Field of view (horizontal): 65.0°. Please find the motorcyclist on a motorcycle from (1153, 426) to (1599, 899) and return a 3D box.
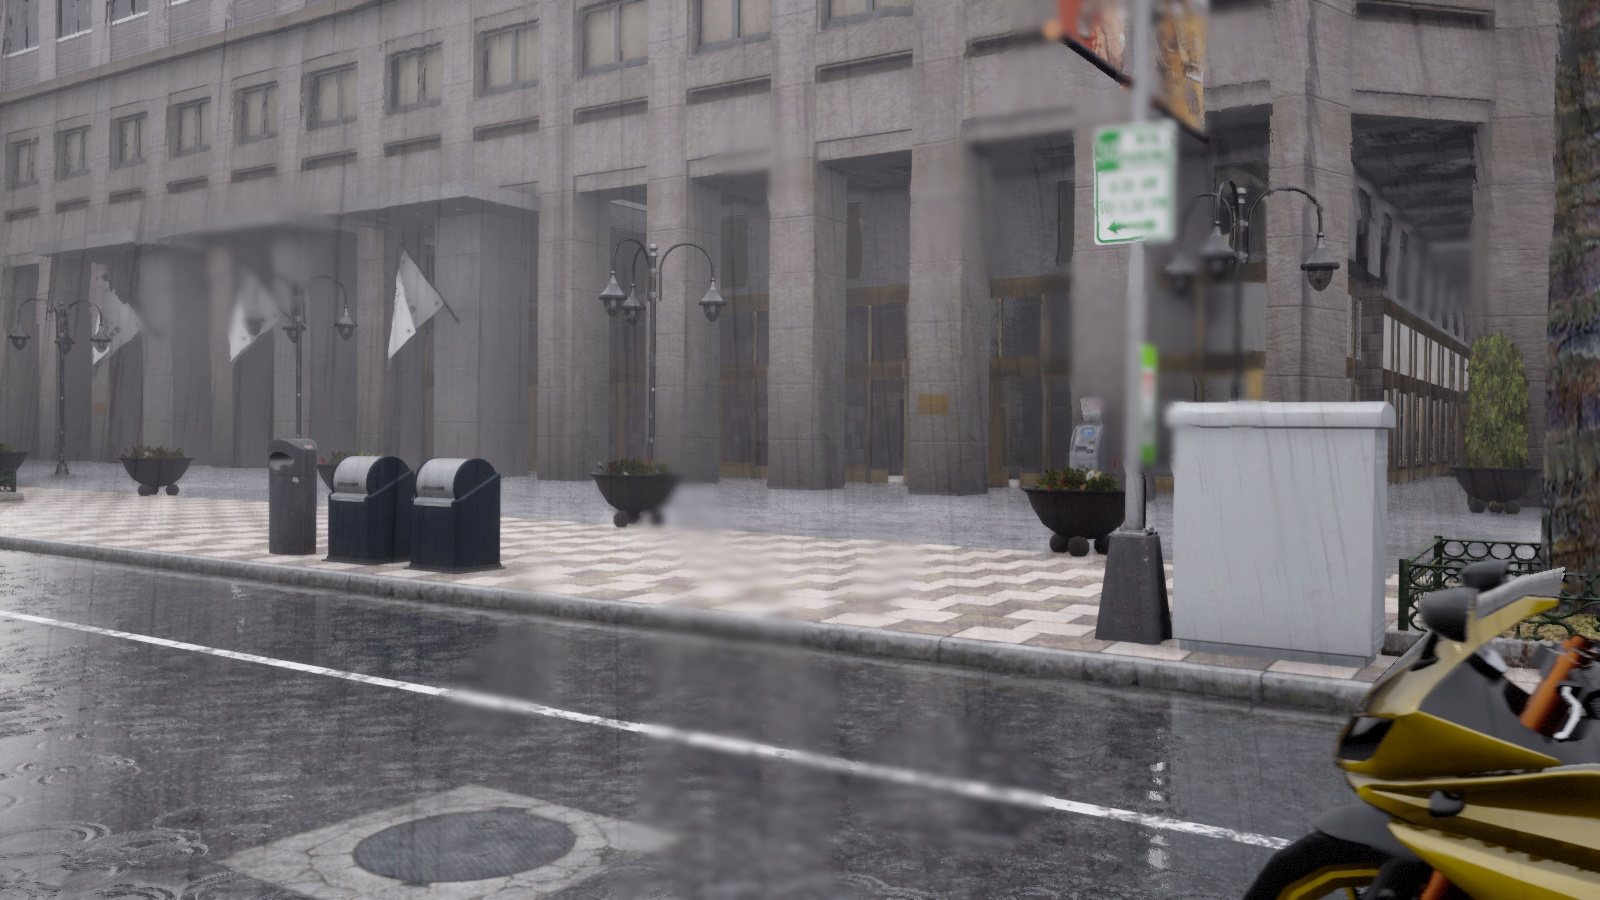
[{"bbox_3d":[1.891,0.717,2.369,2.191,1.530,0.866,0,1,34],"label":"motorcyclist on a motorcycle"}]
